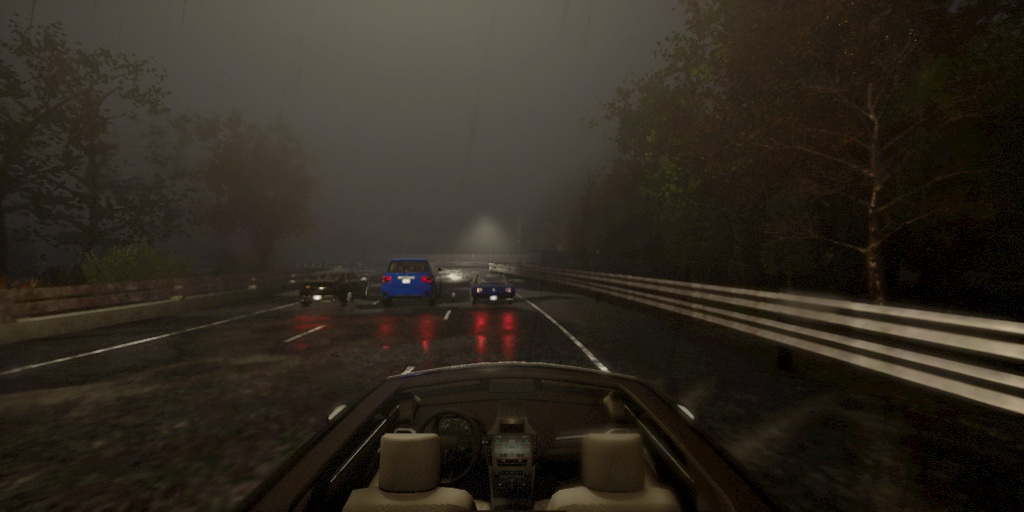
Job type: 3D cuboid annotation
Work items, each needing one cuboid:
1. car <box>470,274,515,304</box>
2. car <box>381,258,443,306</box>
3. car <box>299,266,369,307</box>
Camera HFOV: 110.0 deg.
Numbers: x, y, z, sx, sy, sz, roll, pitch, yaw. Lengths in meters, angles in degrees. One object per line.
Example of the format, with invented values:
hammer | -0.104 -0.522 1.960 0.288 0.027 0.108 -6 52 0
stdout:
car | -1.076 1.500 17.339 1.895 1.301 4.718 0 -1 -8
car | -4.532 1.112 16.790 2.150 2.045 5.566 0 0 -8
car | -8.041 1.402 16.587 1.837 1.490 4.892 0 0 -8
